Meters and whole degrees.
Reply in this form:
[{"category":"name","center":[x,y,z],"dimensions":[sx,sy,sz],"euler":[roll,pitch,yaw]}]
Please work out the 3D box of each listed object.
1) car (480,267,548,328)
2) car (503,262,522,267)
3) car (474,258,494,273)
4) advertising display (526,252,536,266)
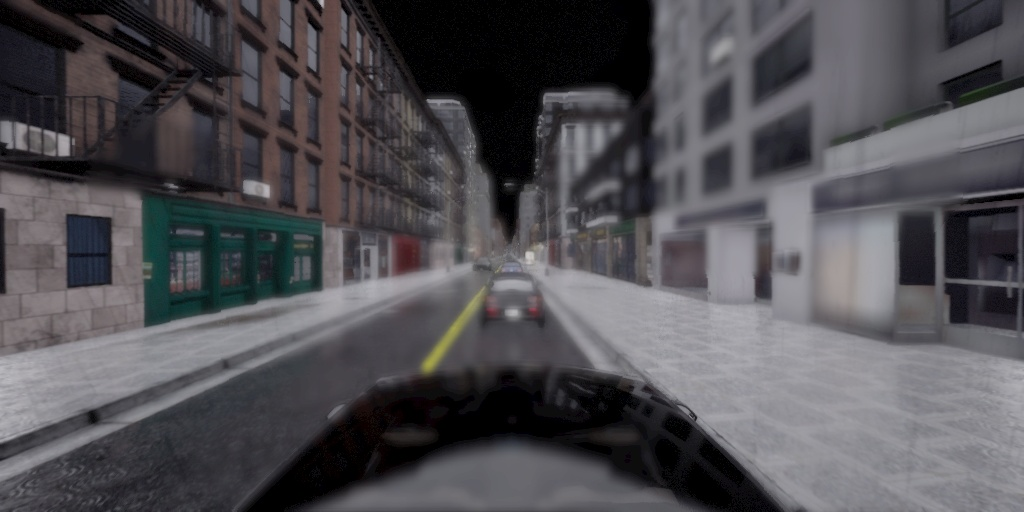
[{"category":"car","center":[0.053,1.241,11.173],"dimensions":[1.812,1.442,4.674],"euler":[0,0,0]},{"category":"car","center":[0.048,1.203,29.783],"dimensions":[2.033,1.411,5.357],"euler":[0,0,0]},{"category":"car","center":[-3.148,0.978,41.307],"dimensions":[2.097,1.767,4.553],"euler":[0,0,0]},{"category":"advertising display","center":[3.056,0.611,58.340],"dimensions":[1.540,2.440,0.280],"euler":[0,0,0]}]
